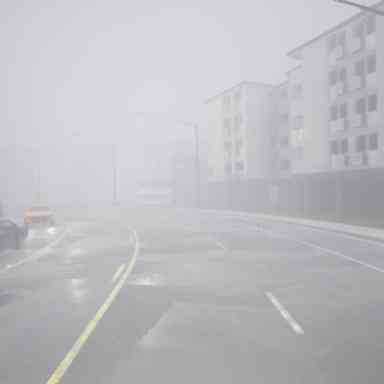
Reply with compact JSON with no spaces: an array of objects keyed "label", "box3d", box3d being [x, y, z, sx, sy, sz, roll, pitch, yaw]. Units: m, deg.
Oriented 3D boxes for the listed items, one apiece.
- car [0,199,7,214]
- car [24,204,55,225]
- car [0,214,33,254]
[{"label":"car","box3d":[-15.516,1.488,25.383,2.150,2.045,5.566,-1,0,-29]},{"label":"car","box3d":[-11.573,1.664,25.214,1.882,1.535,5.008,-1,0,-26]},{"label":"car","box3d":[-7.747,1.735,12.226,1.895,1.301,4.718,-1,0,-8]}]
